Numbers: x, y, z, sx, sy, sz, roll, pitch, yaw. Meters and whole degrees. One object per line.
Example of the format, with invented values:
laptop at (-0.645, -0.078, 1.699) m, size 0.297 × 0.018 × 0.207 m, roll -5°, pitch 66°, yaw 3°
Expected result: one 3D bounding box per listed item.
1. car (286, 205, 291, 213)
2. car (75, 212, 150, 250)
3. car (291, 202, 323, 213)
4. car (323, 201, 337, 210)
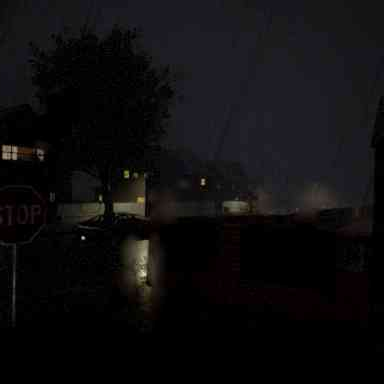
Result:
car at (14.636, 2.253, 46.181) m, size 1.994 × 1.385 × 4.181 m, roll 2°, pitch 0°, yaw 35°
car at (-3.079, 1.704, 15.639) m, size 2.128 × 1.511 × 4.902 m, roll 2°, pitch 0°, yaw 35°
car at (14.001, 2.197, 40.329) m, size 1.812 × 1.442 × 4.674 m, roll 2°, pitch 0°, yaw 36°
car at (19.725, 2.192, 48.712) m, size 2.097 × 1.767 × 4.553 m, roll 2°, pitch 0°, yaw 35°
